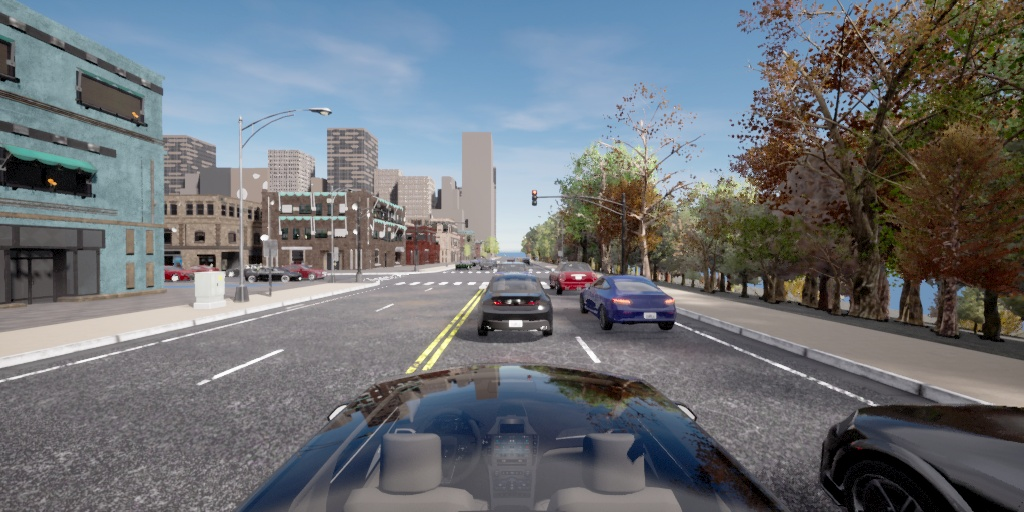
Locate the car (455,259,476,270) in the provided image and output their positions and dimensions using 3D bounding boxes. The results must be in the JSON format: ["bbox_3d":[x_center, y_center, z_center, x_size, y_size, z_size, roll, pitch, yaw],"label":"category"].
[{"bbox_3d":[-6.740,1.337,50.573,1.895,1.301,4.718,0,0,2],"label":"car"}]

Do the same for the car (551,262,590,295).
[{"bbox_3d":[3.298,1.098,19.936,2.097,1.767,4.553,0,0,0],"label":"car"}]

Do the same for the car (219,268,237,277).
[{"bbox_3d":[-28.392,1.556,38.703,4.403,1.370,2.007,0,0,0],"label":"car"}]

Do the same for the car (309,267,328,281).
[{"bbox_3d":[-19.498,1.487,32.929,4.674,1.442,1.812,-1,1,-1],"label":"car"}]

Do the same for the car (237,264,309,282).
[{"bbox_3d":[-20.033,1.561,30.216,4.313,1.339,1.948,0,0,0],"label":"car"}]

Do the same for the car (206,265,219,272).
[{"bbox_3d":[-33.928,1.650,38.692,4.207,1.307,1.802,0,0,0],"label":"car"}]

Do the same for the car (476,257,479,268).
[{"bbox_3d":[-6.752,1.331,61.554,1.895,1.301,4.718,0,0,0],"label":"car"}]

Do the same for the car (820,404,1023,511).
[{"bbox_3d":[3.358,1.314,0.987,1.994,1.385,4.181,0,0,-1],"label":"car"}]

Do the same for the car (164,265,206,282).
[{"bbox_3d":[-31.685,1.579,32.901,5.008,1.535,1.882,0,1,0],"label":"car"}]

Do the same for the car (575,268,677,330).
[{"bbox_3d":[3.324,1.274,10.948,1.812,1.442,4.674,0,0,0],"label":"car"}]

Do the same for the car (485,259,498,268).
[{"bbox_3d":[-3.506,1.295,61.276,1.994,1.385,4.181,0,0,0],"label":"car"}]

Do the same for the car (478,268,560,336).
[{"bbox_3d":[0.075,1.253,10.350,1.837,1.490,4.892,0,0,0],"label":"car"}]

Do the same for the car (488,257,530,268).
[{"bbox_3d":[0.048,1.098,19.259,2.097,1.767,4.553,0,0,0],"label":"car"}]

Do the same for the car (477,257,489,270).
[{"bbox_3d":[-3.518,1.240,50.982,1.837,1.490,4.892,0,0,-2],"label":"car"}]
